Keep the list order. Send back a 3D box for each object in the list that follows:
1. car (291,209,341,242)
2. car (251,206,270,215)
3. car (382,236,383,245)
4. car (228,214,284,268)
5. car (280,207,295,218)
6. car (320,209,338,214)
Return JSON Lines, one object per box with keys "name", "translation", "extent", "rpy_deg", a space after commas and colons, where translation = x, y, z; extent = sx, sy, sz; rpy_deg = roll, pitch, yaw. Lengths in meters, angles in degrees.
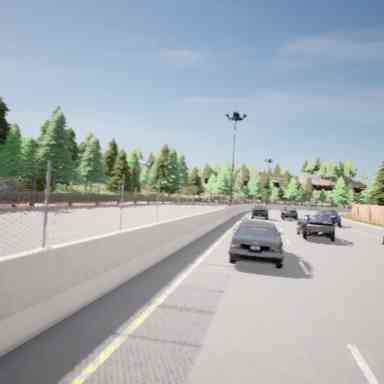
{"name": "car", "translation": [7.852, 2.209, 21.346], "extent": [2.128, 1.511, 4.902], "rpy_deg": [4, 0, 12]}
{"name": "car", "translation": [8.150, 2.402, 39.762], "extent": [1.837, 1.490, 4.892], "rpy_deg": [4, 0, 12]}
{"name": "car", "translation": [9.950, 2.401, 14.377], "extent": [1.895, 1.301, 4.718], "rpy_deg": [4, 0, 12]}
{"name": "car", "translation": [2.469, 1.825, 12.718], "extent": [2.033, 1.411, 5.357], "rpy_deg": [4, 0, 12]}
{"name": "car", "translation": [12.100, 2.672, 41.551], "extent": [2.128, 1.511, 4.902], "rpy_deg": [4, 0, 12]}
{"name": "car", "translation": [14.428, 2.638, 35.616], "extent": [2.097, 1.767, 4.553], "rpy_deg": [4, -1, 12]}
